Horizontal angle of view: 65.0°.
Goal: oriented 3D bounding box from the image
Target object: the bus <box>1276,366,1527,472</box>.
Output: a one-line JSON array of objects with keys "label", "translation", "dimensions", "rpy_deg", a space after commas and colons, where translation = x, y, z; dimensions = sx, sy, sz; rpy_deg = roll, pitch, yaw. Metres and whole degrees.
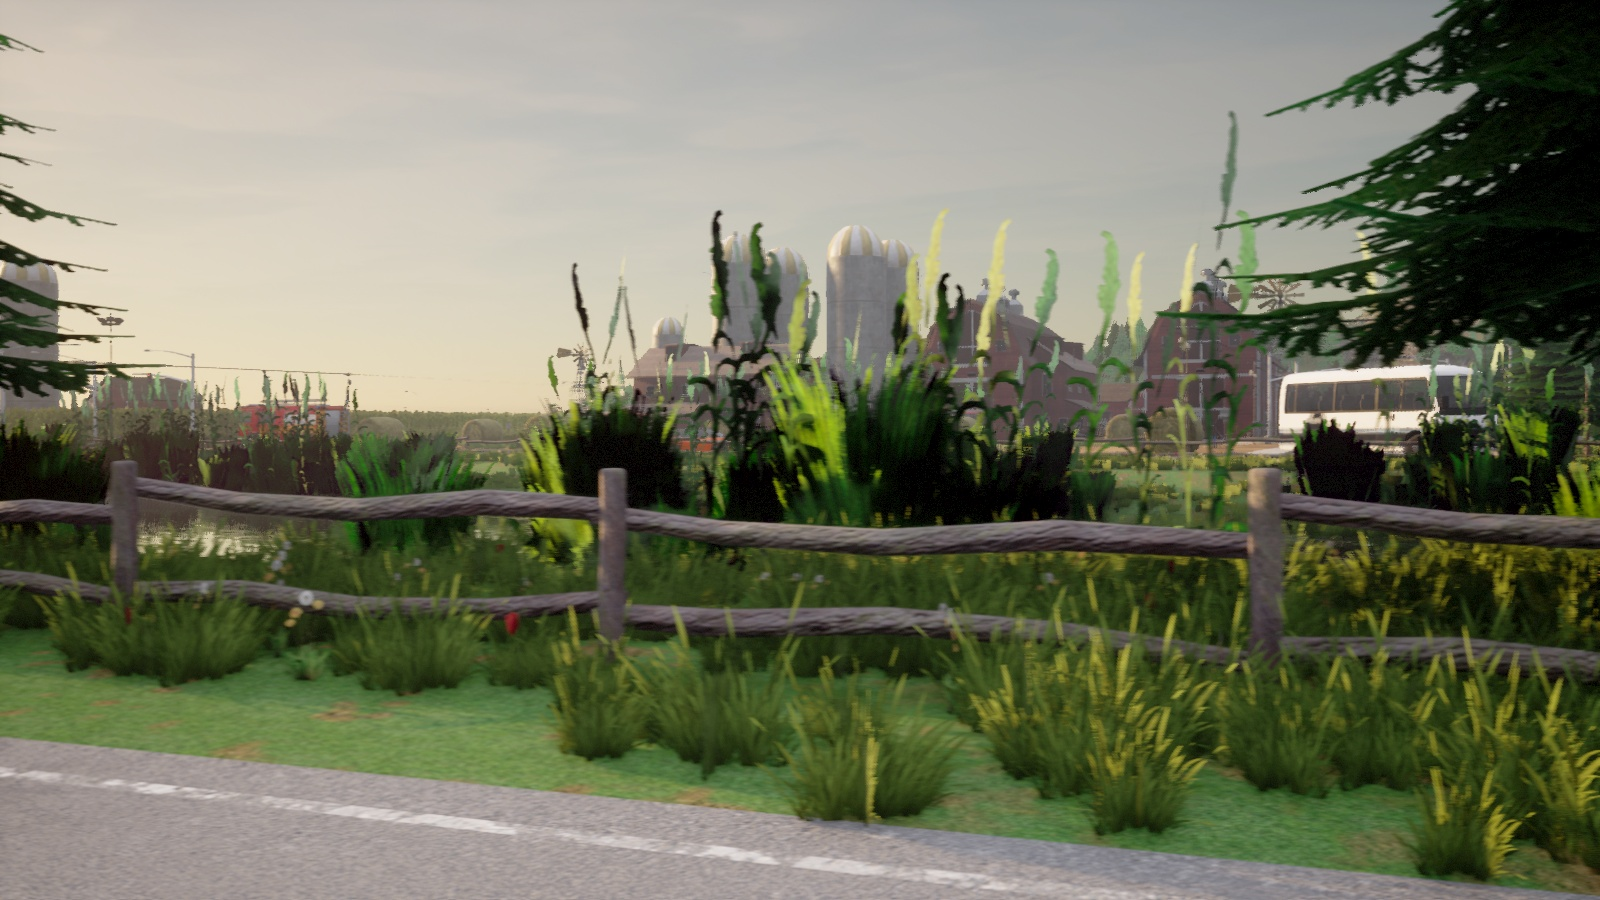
[{"label": "bus", "translation": [26.306, -1.369, 55.799], "dimensions": [3.944, 4.253, 10.273], "rpy_deg": [-1, 1, -20]}]

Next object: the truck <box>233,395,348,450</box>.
[{"label": "truck", "translation": [-36.693, -1.957, 90.348], "dimensions": [8.468, 3.827, 2.891], "rpy_deg": [1, 1, 28]}]

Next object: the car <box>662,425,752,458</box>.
[{"label": "car", "translation": [-5.180, -0.486, 69.759], "dimensions": [4.553, 1.767, 2.097], "rpy_deg": [1, 1, 28]}]
